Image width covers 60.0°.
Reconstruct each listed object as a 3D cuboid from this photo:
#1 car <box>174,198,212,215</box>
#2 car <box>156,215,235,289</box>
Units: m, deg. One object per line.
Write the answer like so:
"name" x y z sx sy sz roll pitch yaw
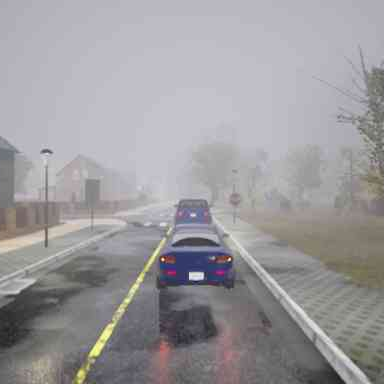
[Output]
"car" 0.076 1.380 20.677 2.150 2.045 5.566 0 -1 0
"car" 0.087 1.594 9.211 1.812 1.442 4.674 0 0 0
